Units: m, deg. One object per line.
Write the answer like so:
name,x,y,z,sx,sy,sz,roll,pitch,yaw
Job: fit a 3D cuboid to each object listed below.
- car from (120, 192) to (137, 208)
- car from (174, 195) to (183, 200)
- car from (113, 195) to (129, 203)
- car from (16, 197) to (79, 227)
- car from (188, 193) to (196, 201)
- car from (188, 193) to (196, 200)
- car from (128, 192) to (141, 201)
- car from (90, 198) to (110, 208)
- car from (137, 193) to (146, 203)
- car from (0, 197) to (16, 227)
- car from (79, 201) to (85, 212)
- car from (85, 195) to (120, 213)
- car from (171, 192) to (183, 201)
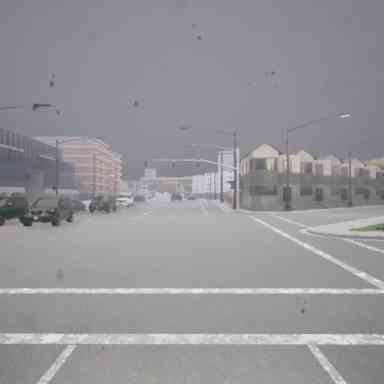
car,-10.644,1.352,52.267,2.150,2.045,5.566,0,1,0
car,-3.581,1.478,87.804,2.128,1.511,4.902,0,-2,0
car,-14.078,1.426,66.586,2.033,1.411,5.357,0,1,0
car,-10.251,1.367,24.129,2.150,2.045,5.566,0,-1,-5
car,-0.071,1.419,77.825,1.895,1.301,4.718,0,-1,0
car,-0.081,1.138,87.785,2.097,1.767,4.553,0,-2,0
car,-14.075,1.063,81.734,2.150,2.045,5.566,0,-1,0
car,-14.138,1.705,51.225,1.994,1.385,4.181,0,1,0
car,-10.577,1.345,67.432,1.882,1.535,5.008,0,0,0
car,-14.164,1.369,24.737,2.150,2.045,5.566,0,0,1
car,-14.143,1.746,39.858,1.812,1.442,4.674,0,0,0
car,-10.638,1.435,40.058,2.150,2.045,5.566,0,0,0
car,-3.570,1.050,77.111,2.150,2.045,5.566,0,0,0
